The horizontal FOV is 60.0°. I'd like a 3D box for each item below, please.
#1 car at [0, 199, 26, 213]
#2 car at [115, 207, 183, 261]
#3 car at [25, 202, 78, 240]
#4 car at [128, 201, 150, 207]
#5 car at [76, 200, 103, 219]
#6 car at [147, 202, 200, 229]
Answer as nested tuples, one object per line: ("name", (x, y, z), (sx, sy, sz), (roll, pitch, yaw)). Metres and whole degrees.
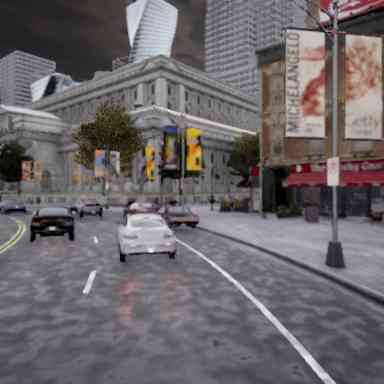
("car", (-18.843, 1.425, 34.438), (4.181, 1.385, 1.994), (0, 0, 44))
("car", (-1.778, 1.482, 12.163), (1.812, 1.442, 4.674), (0, 0, -14))
("car", (-6.907, 1.413, 16.677), (1.882, 1.535, 5.008), (0, 0, -21))
("car", (-3.827, 1.429, 25.740), (2.002, 1.452, 4.674), (0, 0, -30))
("car", (-9.079, 1.385, 28.248), (2.128, 1.511, 4.902), (0, 0, -33))
("car", (-1.202, 1.524, 20.646), (1.895, 1.301, 4.718), (0, 0, -20))
